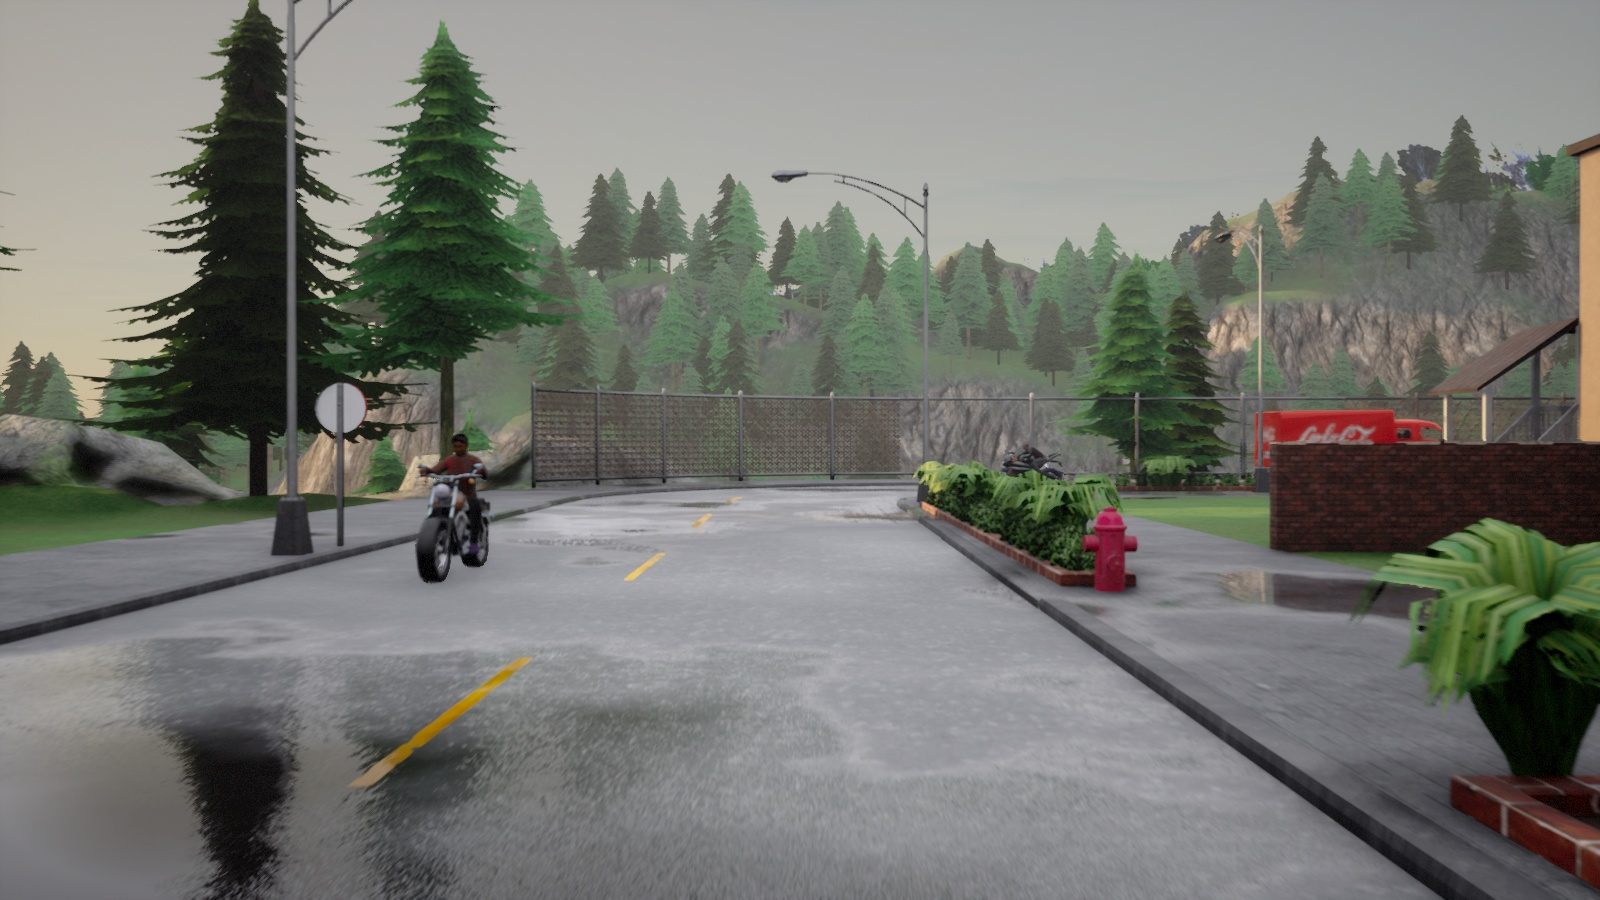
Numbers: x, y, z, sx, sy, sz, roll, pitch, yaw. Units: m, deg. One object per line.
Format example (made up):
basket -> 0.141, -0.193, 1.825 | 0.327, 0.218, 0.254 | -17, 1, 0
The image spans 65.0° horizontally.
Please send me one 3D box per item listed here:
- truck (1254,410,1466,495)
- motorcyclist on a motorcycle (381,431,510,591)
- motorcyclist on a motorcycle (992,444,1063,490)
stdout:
truck -> 16.757, 0.060, 37.844 | 5.204, 2.467, 2.627 | 0, 0, 1
motorcyclist on a motorcycle -> -3.905, 0.615, 14.058 | 0.766, 1.649, 2.350 | 0, 1, 0
motorcyclist on a motorcycle -> 7.553, 0.552, 41.819 | 2.191, 1.530, 0.866 | 0, 1, -2
